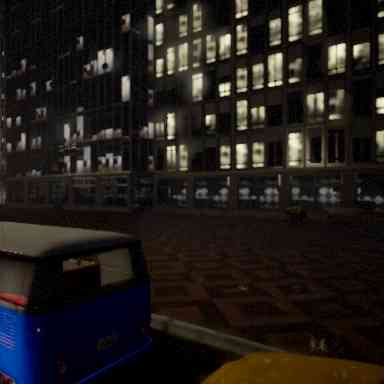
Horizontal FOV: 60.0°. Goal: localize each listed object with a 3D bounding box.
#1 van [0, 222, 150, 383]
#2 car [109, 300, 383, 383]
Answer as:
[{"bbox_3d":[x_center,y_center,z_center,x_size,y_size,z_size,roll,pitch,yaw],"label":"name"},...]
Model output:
[{"bbox_3d":[-2.401,1.366,4.602,3.998,1.788,1.690,0,0,36],"label":"van"},{"bbox_3d":[1.950,1.515,1.479,4.829,1.417,1.752,0,0,36],"label":"car"}]
